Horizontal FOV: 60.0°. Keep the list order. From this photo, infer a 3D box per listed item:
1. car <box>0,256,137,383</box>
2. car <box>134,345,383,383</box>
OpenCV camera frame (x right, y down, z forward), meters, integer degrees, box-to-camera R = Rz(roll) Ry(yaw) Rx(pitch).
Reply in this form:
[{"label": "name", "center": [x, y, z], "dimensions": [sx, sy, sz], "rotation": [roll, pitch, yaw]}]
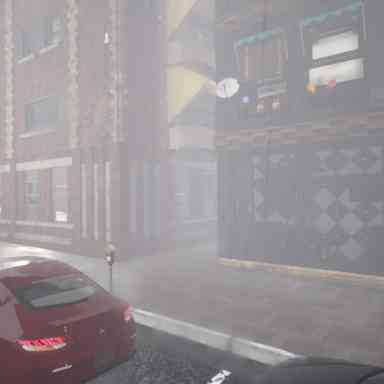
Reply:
[{"label": "car", "center": [-2.603, 1.583, 4.698], "dimensions": [4.206, 1.307, 1.802], "rotation": [0, -1, 35]}, {"label": "car", "center": [2.006, 1.566, 1.418], "dimensions": [4.313, 1.339, 1.947], "rotation": [0, -1, 35]}]
